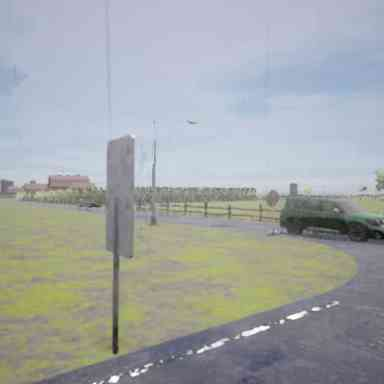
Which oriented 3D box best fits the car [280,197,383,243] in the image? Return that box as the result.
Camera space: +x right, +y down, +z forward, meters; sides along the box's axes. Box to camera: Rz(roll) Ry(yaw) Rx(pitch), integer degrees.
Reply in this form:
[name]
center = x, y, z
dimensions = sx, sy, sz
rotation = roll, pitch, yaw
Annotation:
[car]
center = 6.959, 1.321, 16.424
dimensions = 2.150, 2.045, 5.566
rotation = 1, 0, -36
